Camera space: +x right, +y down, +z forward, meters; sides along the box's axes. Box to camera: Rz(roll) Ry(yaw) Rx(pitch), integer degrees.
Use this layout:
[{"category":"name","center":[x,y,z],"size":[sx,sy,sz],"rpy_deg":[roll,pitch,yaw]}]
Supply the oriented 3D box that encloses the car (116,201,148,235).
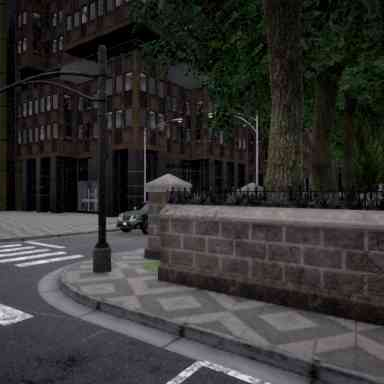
[{"category":"car","center":[-2.385,1.584,22.008],"size":[2.150,2.045,5.566],"rpy_deg":[0,-1,35]}]
